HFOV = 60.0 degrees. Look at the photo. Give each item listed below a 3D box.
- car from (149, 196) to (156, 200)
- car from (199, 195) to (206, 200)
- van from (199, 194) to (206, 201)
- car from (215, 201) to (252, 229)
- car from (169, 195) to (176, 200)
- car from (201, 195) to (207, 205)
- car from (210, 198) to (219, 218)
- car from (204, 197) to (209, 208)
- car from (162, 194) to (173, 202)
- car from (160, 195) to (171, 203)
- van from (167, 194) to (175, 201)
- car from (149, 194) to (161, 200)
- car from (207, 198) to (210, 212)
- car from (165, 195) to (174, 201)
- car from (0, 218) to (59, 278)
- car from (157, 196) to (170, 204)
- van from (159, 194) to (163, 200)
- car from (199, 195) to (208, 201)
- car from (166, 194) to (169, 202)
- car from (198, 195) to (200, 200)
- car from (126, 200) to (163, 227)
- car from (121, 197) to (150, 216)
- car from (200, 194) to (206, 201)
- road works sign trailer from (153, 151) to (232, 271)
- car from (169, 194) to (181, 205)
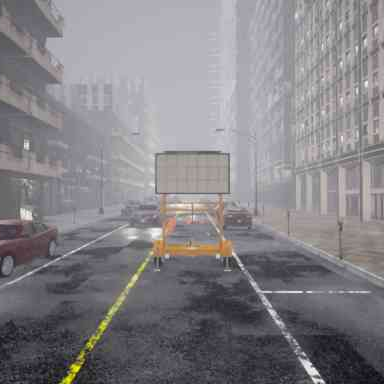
[{"bbox_3d":[-5.614,1.554,37.958,1.887,1.381,4.507,1,0,0],"label":"car"},{"bbox_3d":[2.857,1.573,93.500,1.947,1.339,4.313,1,0,0],"label":"car"},{"bbox_3d":[2.852,1.350,87.952,1.690,1.788,3.998,1,0,0],"label":"van"},{"bbox_3d":[2.738,1.551,21.376,1.887,1.381,4.507,1,0,0],"label":"car"},{"bbox_3d":[-5.490,1.533,93.255,1.752,1.417,4.829,1,0,0],"label":"car"},{"bbox_3d":[2.784,1.560,49.116,2.008,1.369,4.403,1,0,0],"label":"car"},{"bbox_3d":[2.749,1.448,26.923,1.967,1.590,4.097,1,0,0],"label":"car"},{"bbox_3d":[2.766,1.554,38.020,1.887,1.381,4.507,1,0,0],"label":"car"},{"bbox_3d":[-5.549,1.325,76.785,2.192,1.841,5.009,1,0,0],"label":"car"},{"bbox_3d":[-5.557,1.450,71.238,1.967,1.590,4.097,1,0,0],"label":"car"},{"bbox_3d":[-5.503,1.350,87.879,1.690,1.788,3.998,1,0,0],"label":"van"},{"bbox_3d":[-5.603,1.449,43.505,1.967,1.590,4.097,1,0,0],"label":"car"},{"bbox_3d":[2.757,1.553,32.472,1.887,1.381,4.507,1,0,0],"label":"car"},{"bbox_3d":[-5.551,1.535,82.161,1.752,1.417,4.829,1,0,0],"label":"car"},{"bbox_3d":[-5.660,1.548,10.224,1.887,1.381,4.507,1,0,0],"label":"car"},{"bbox_3d":[-5.569,1.561,65.691,2.008,1.369,4.403,1,0,0],"label":"car"},{"bbox_3d":[-5.592,1.350,49.052,1.690,1.788,3.998,1,0,0],"label":"van"},{"bbox_3d":[2.841,1.449,82.404,1.967,1.590,4.097,1,0,0],"label":"car"},{"bbox_3d":[-5.583,1.325,54.598,2.192,1.841,5.009,1,0,0],"label":"car"},{"bbox_3d":[2.820,1.592,71.308,1.802,1.307,4.206,1,0,0],"label":"car"},{"bbox_3d":[-3.064,1.532,23.170,1.812,1.442,4.674,0,0,0],"label":"car"},{"bbox_3d":[-5.622,1.449,32.410,1.967,1.590,4.097,1,0,0],"label":"car"},{"bbox_3d":[2.803,1.535,60.381,1.752,1.417,4.829,1,0,0],"label":"car"},{"bbox_3d":[0.016,0.468,10.857,2.380,3.560,2.880,0,0,0],"label":"road works sign trailer"},{"bbox_3d":[-2.903,1.535,59.899,1.812,1.442,4.674,0,0,0],"label":"car"}]
